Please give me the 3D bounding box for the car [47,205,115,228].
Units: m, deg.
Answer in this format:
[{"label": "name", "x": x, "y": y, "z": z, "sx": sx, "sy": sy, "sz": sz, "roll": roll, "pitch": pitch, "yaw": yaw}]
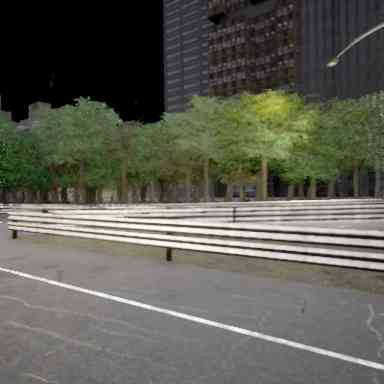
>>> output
[{"label": "car", "x": -7.878, "y": 1.639, "z": 23.453, "sx": 4.902, "sy": 1.511, "sz": 2.128, "roll": -1, "pitch": 0, "yaw": 15}]
